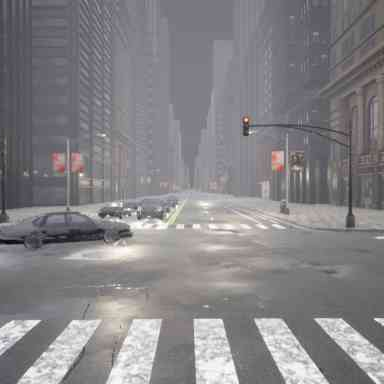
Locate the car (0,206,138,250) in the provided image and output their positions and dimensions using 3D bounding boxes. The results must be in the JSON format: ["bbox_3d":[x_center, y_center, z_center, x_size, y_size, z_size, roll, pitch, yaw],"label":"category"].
[{"bbox_3d":[-5.330,1.540,14.172,5.357,1.411,2.033,0,0,-29],"label":"car"}]

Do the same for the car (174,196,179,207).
[{"bbox_3d":[-3.329,1.529,47.414,1.994,1.385,4.181,0,0,0],"label":"car"}]

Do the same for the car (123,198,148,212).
[{"bbox_3d":[-6.576,1.522,39.397,2.033,1.411,5.357,0,0,0],"label":"car"}]

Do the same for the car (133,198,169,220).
[{"bbox_3d":[-3.333,1.337,28.040,2.097,1.767,4.553,0,0,0],"label":"car"}]

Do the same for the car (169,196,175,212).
[{"bbox_3d":[-3.328,1.523,37.515,2.033,1.411,5.357,0,0,0],"label":"car"}]

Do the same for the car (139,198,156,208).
[{"bbox_3d":[-6.575,1.564,49.483,1.895,1.301,4.718,0,0,0],"label":"car"}]

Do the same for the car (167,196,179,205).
[{"bbox_3d":[-3.286,1.454,57.788,1.837,1.490,4.892,0,0,0],"label":"car"}]

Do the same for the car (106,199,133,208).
[{"bbox_3d":[-6.557,1.531,29.298,2.033,1.411,5.357,0,0,4],"label":"car"}]
